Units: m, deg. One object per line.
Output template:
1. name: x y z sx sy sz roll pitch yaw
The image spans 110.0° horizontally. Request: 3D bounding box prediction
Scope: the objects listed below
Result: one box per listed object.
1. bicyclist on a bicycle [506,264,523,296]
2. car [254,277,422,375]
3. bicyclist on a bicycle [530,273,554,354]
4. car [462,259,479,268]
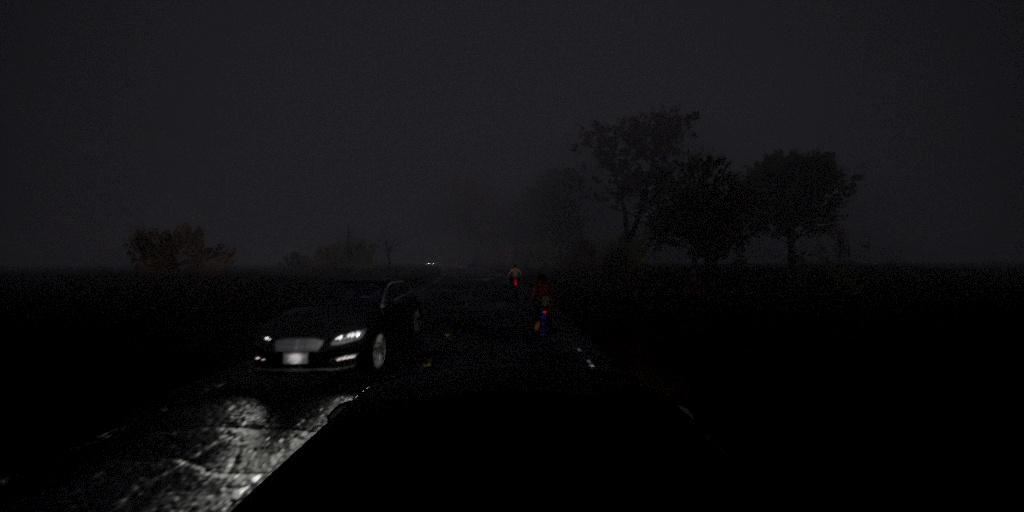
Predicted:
1. bicyclist on a bicycle: 0.149 1.188 18.244 0.866 1.612 1.509 0 0 -4
2. car: -3.254 1.242 7.706 2.128 1.511 4.902 0 0 -2
3. bicyclist on a bicycle: 0.682 1.203 7.874 0.582 1.620 1.656 0 0 -1
4. car: -6.652 1.320 59.601 2.033 1.411 5.357 0 0 -13
